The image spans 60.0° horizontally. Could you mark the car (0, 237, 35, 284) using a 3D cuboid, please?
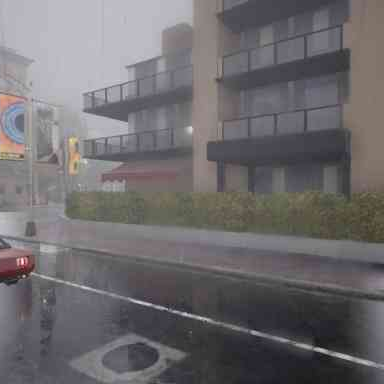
[{"bbox_3d":[-6.009,1.601,8.266,4.718,1.301,1.895,0,0,35],"label":"car"}]
